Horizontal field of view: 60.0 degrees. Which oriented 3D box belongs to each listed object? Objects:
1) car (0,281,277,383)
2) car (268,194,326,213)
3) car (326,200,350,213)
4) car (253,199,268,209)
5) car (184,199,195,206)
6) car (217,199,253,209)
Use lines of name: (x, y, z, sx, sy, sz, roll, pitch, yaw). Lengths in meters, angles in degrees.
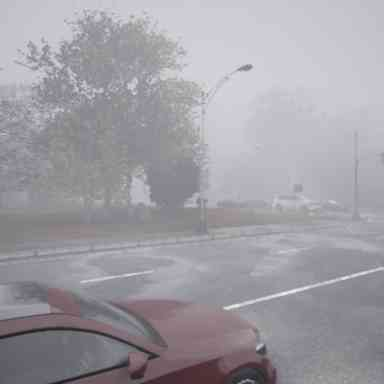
car: (-1.346, 1.527, 2.729, 4.674, 1.442, 1.812, 0, 0, -35)
car: (11.751, 1.291, 37.626, 2.150, 2.045, 5.566, 0, 0, -38)
car: (15.647, 1.599, 38.283, 1.812, 1.442, 4.674, 0, 0, -38)
car: (9.703, 1.620, 46.030, 2.033, 1.411, 5.357, 0, 0, -37)
car: (-1.290, 1.635, 60.348, 1.994, 1.385, 4.181, 0, 0, -37)
car: (5.649, 1.669, 45.554, 1.895, 1.301, 4.718, 0, 0, -38)
